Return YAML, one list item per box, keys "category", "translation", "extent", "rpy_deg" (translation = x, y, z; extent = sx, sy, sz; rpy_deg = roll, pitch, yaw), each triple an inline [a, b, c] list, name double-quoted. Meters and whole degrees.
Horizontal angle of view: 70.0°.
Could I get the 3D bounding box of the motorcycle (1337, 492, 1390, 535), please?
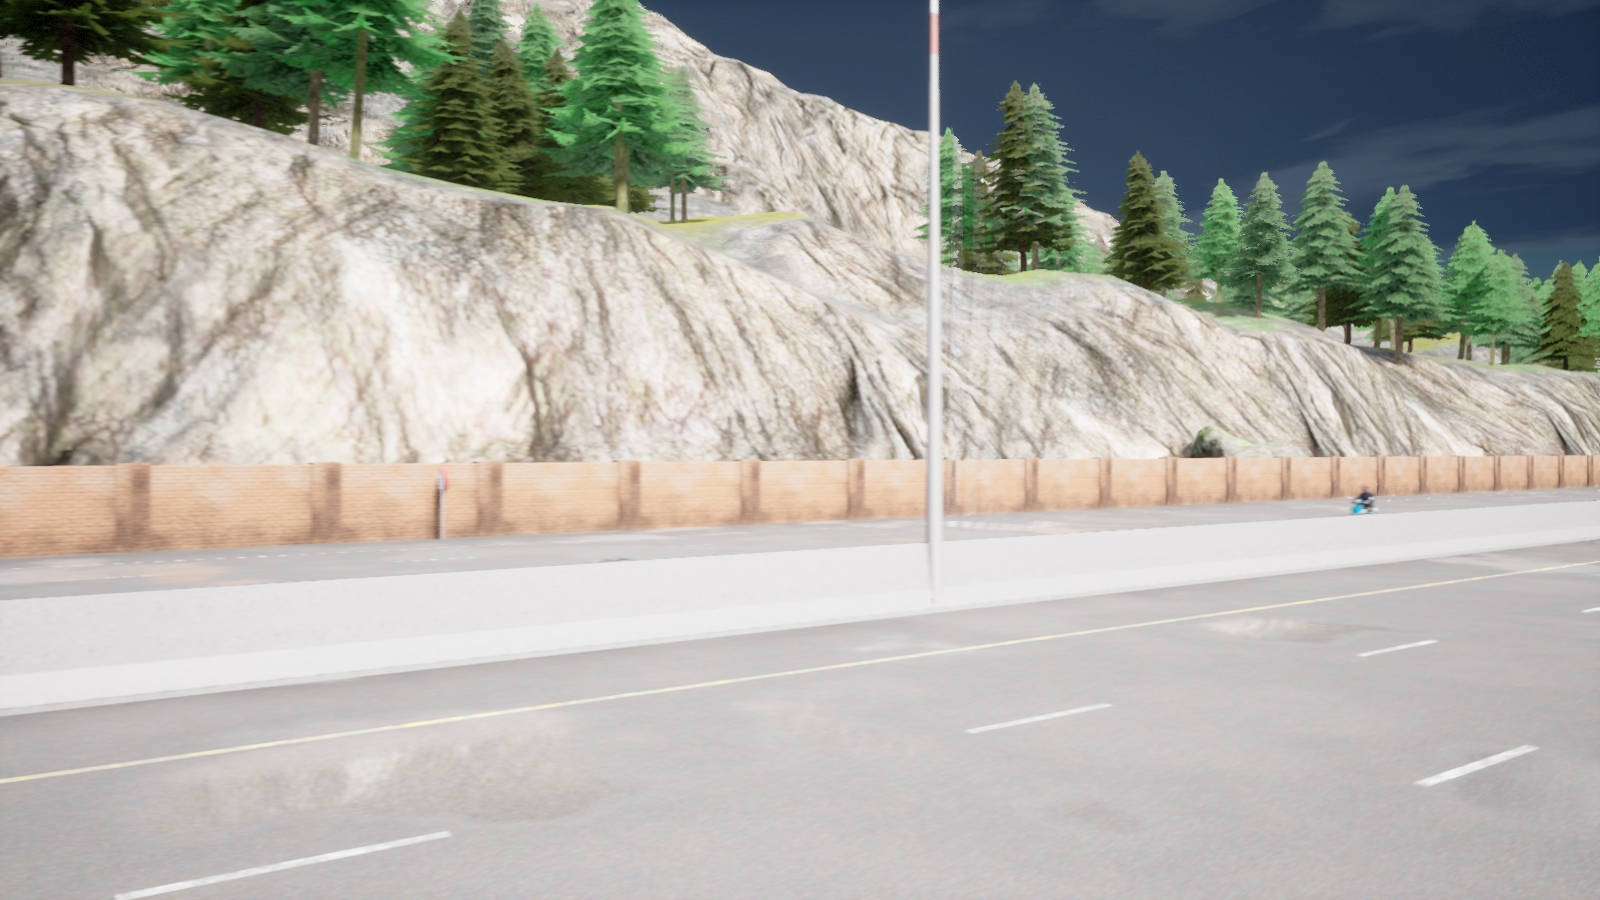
- category: "motorcycle"
  translation: [19.117, 2.134, 38.744]
  extent: [1.805, 1.334, 0.856]
  rpy_deg: [0, 0, -35]
